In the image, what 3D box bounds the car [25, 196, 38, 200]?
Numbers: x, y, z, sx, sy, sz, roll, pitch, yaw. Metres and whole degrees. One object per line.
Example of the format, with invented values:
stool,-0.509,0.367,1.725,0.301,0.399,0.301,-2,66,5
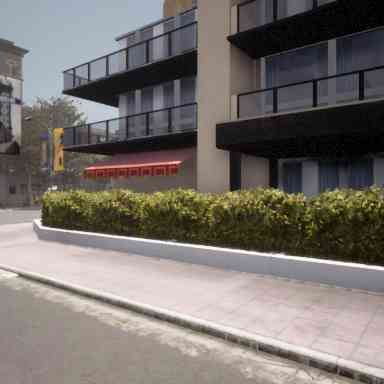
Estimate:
car,-34.532,1.481,68.325,4.892,1.521,2.231,0,0,37
